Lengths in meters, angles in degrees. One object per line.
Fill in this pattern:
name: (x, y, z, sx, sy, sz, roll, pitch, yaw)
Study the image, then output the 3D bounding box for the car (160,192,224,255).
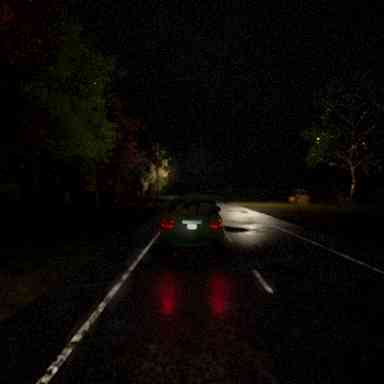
car: (0.001, 1.170, 13.121, 2.150, 2.045, 5.566, 0, 0, 0)

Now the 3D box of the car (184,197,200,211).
car: (0.004, 1.346, 39.098, 1.837, 1.490, 4.892, 0, 0, 0)
